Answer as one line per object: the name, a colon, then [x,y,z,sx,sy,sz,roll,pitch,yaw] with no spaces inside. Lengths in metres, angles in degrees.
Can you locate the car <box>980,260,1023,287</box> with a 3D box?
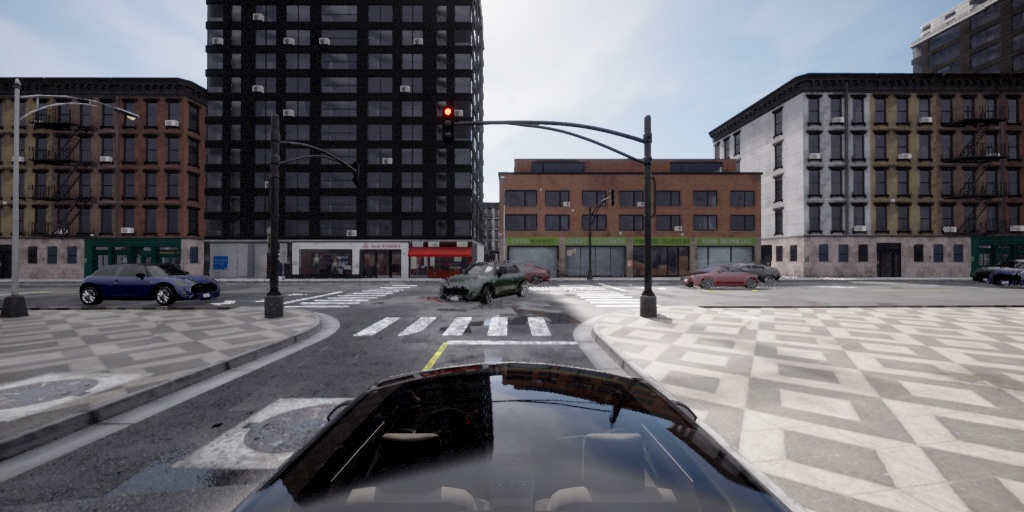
car: [32.688,1.053,22.129,4.553,1.767,2.097,0,0,0]

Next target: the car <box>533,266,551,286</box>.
car: [0.370,1.320,25.286,4.674,1.442,1.812,0,0,0]

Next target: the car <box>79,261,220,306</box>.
car: [-15.217,1.093,15.264,4.553,1.767,2.097,0,0,1]

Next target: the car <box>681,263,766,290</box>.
car: [12.710,1.306,22.073,4.181,1.385,1.994,0,0,0]

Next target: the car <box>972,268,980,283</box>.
car: [35.804,1.074,25.381,4.553,1.767,2.097,0,0,0]

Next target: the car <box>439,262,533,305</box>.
car: [-1.137,1.070,15.855,2.097,1.767,4.553,0,0,30]

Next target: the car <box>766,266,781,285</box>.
car: [16.156,1.255,25.335,4.902,1.511,2.128,0,0,0]
